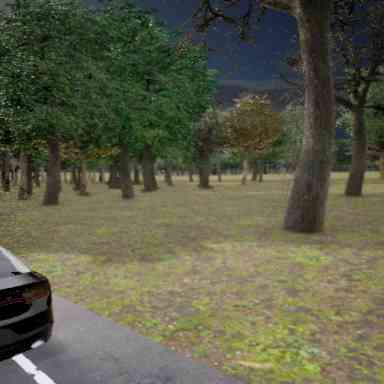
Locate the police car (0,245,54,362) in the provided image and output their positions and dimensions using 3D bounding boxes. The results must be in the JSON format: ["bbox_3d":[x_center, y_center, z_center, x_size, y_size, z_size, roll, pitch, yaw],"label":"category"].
[{"bbox_3d":[-4.126,1.426,5.410,5.238,1.638,1.930,0,1,43],"label":"police car"}]
